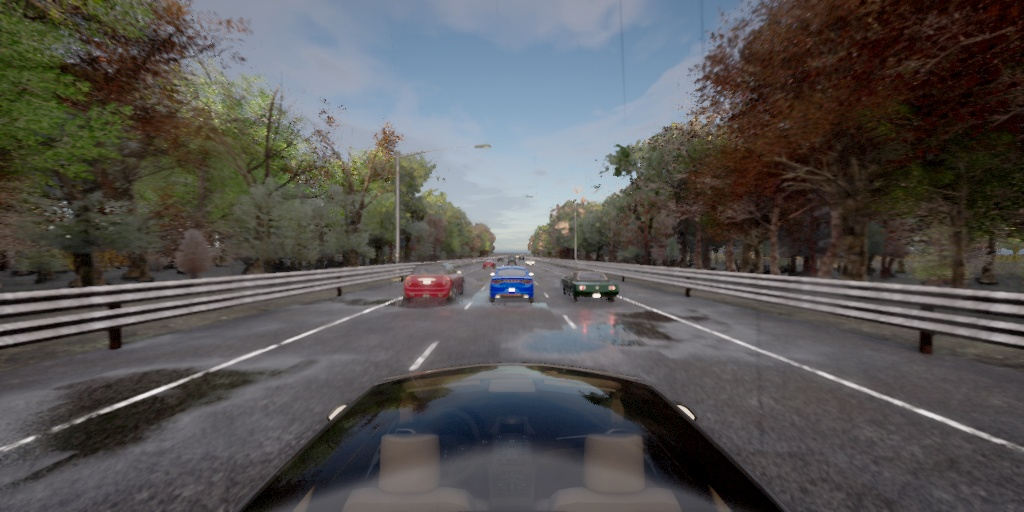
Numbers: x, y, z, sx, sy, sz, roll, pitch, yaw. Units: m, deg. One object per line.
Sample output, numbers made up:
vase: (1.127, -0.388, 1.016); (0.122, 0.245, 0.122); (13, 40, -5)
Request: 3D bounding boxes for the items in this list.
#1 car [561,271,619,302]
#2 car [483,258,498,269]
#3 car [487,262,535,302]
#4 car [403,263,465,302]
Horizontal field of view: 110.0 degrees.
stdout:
car: (3.495, 1.346, 17.015); (1.895, 1.301, 4.718); (0, 0, 0)
car: (-3.518, 1.238, 56.082); (1.812, 1.442, 4.674); (0, 0, 0)
car: (-0.004, 1.223, 17.039); (1.882, 1.535, 5.008); (0, 0, 0)
car: (-3.505, 1.096, 16.916); (2.097, 1.767, 4.553); (0, 0, 0)
